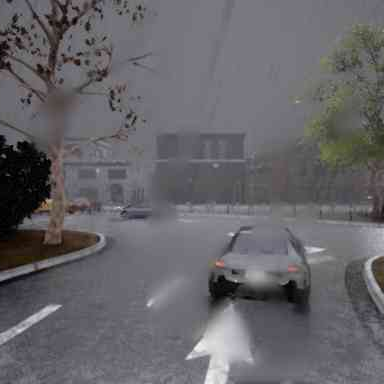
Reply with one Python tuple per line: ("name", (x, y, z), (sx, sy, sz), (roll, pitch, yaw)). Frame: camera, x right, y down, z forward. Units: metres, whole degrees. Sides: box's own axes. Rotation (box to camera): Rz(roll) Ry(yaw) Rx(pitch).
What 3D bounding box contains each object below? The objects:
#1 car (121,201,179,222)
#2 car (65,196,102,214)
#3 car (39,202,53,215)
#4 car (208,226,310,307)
("car", (-3.068, 1.386, 24.283), (4.181, 1.385, 1.994), (0, 0, 21))
("car", (-10.439, 1.190, 32.974), (2.185, 1.767, 4.553), (-1, 0, 0))
("car", (-13.473, 1.362, 32.999), (2.097, 1.535, 5.008), (-1, 0, 0))
("car", (1.730, 1.498, 8.016), (1.994, 1.385, 4.181), (0, 1, 16))
